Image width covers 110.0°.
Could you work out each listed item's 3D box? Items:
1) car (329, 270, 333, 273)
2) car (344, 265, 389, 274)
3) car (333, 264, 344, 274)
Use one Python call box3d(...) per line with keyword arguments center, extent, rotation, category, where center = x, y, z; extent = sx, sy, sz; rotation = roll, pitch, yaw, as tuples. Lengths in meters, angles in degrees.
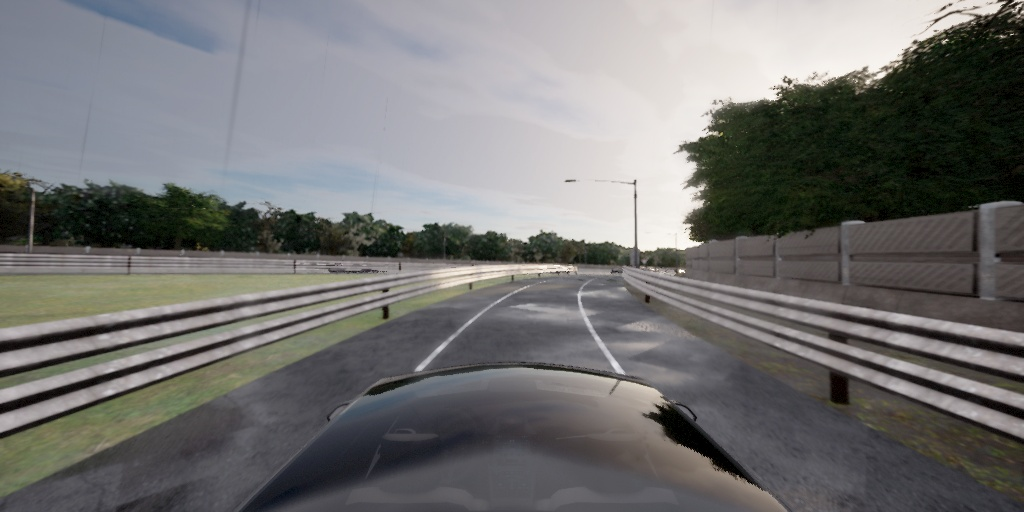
box3d(center=(-21.836, 1.568, 47.496), extent=(4.181, 1.385, 1.994), rotation=(3, -4, -45), category="car")
box3d(center=(-16.910, 1.336, 42.527), extent=(4.674, 1.442, 1.812), rotation=(3, -4, -45), category="car")
box3d(center=(-19.352, 1.509, 45.030), extent=(4.718, 1.301, 1.895), rotation=(3, -4, -45), category="car")
